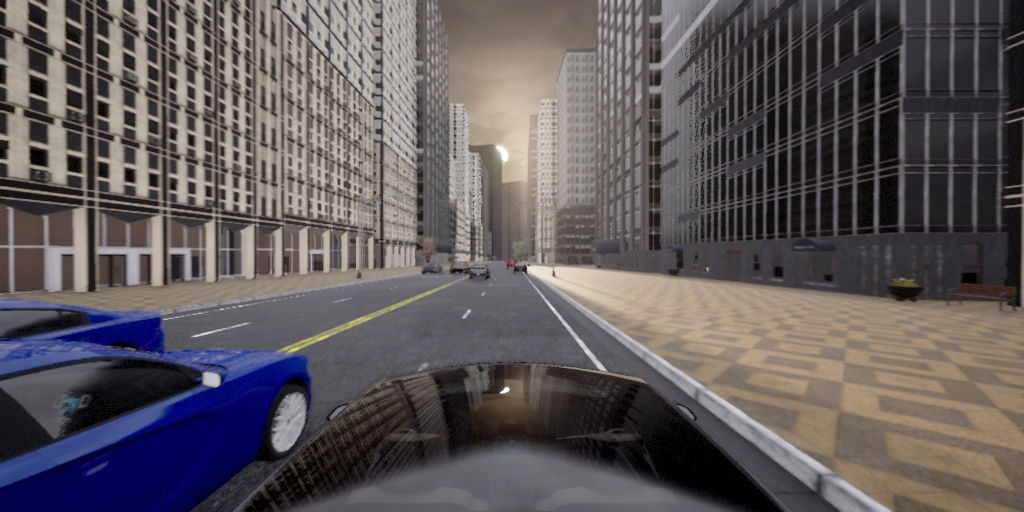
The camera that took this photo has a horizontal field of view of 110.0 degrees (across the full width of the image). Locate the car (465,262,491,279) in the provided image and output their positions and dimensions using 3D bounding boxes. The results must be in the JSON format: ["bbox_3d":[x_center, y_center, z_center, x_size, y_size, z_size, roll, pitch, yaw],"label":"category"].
[{"bbox_3d":[-3.157,1.522,36.090,2.128,1.511,4.902,0,0,0],"label":"car"}]

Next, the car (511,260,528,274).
[{"bbox_3d":[1.128,1.616,49.142,1.882,1.535,5.008,0,0,0],"label":"car"}]

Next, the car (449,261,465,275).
[{"bbox_3d":[-6.578,1.459,45.357,2.097,1.767,4.553,0,-1,0],"label":"car"}]

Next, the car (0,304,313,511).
[{"bbox_3d":[-3.150,1.229,1.995,1.882,1.535,5.008,0,0,0],"label":"car"}]

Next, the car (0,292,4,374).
[{"bbox_3d":[-9.852,1.311,3.557,2.033,1.411,5.357,0,0,0],"label":"car"}]

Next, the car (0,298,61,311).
[{"bbox_3d":[-6.600,1.243,3.720,1.882,1.535,5.008,0,0,0],"label":"car"}]

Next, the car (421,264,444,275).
[{"bbox_3d":[-9.830,1.649,44.819,2.033,1.411,5.357,0,0,0],"label":"car"}]
